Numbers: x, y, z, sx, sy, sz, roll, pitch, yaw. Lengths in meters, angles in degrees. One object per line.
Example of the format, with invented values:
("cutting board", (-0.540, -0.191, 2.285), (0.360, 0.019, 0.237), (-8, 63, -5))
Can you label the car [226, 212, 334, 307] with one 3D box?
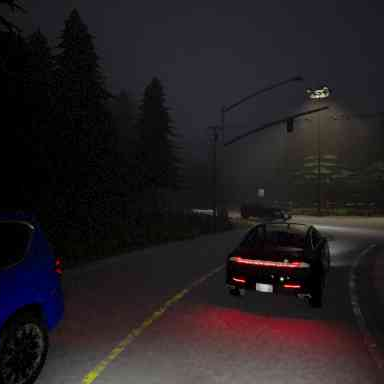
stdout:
("car", (2.296, 1.492, 8.128), (2.128, 1.511, 4.902), (0, 0, 25))

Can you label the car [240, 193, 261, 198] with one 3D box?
("car", (10.783, 1.250, 61.556), (2.150, 2.045, 5.566), (0, 0, 39))

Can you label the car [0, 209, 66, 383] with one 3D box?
("car", (-3.201, 1.221, 2.406), (2.150, 2.045, 5.566), (0, 0, 11))

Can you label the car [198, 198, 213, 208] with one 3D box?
("car", (1.984, 1.533, 43.943), (1.837, 1.490, 4.892), (0, 0, 9))

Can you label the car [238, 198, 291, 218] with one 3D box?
("car", (5.769, 1.518, 26.545), (2.128, 1.511, 4.902), (0, 0, -28))
